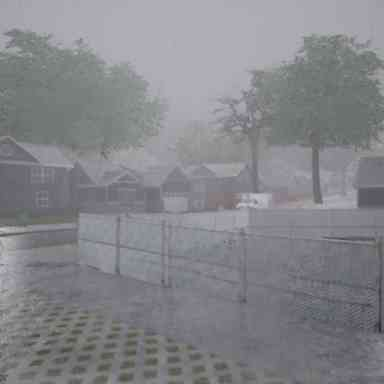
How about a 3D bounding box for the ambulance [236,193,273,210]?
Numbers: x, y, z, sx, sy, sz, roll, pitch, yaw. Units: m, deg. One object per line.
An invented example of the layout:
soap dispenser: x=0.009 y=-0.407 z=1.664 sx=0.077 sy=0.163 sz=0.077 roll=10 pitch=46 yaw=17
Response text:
ambulance: x=7.456 y=1.406 z=39.613 sx=2.351 sy=2.431 sz=6.366 roll=-1 pitch=0 yaw=36
